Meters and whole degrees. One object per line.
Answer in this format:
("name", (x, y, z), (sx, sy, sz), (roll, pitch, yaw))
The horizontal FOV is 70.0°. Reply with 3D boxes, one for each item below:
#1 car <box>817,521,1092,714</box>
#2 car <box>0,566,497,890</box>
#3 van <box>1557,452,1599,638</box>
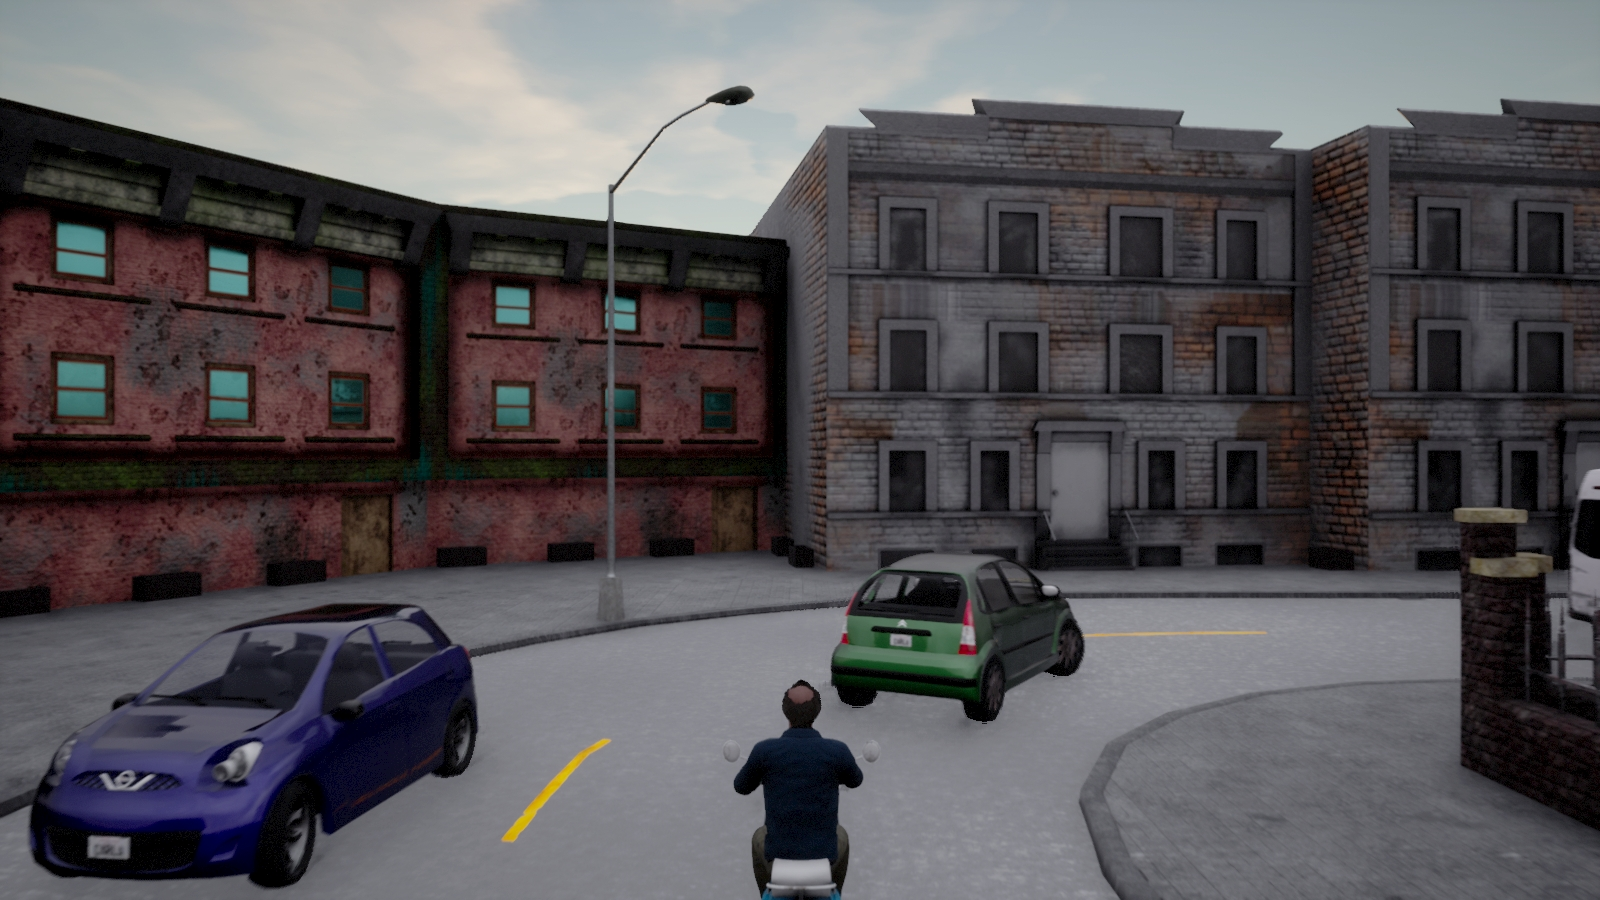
("car", (1.964, 1.781, 13.412), (1.851, 1.617, 3.988), (0, 0, 30))
("car", (-3.875, 1.818, 8.593), (1.845, 1.501, 3.633), (0, 0, 7))
("van", (13.995, 1.314, 15.661), (5.915, 2.561, 1.988), (0, 0, 0))
